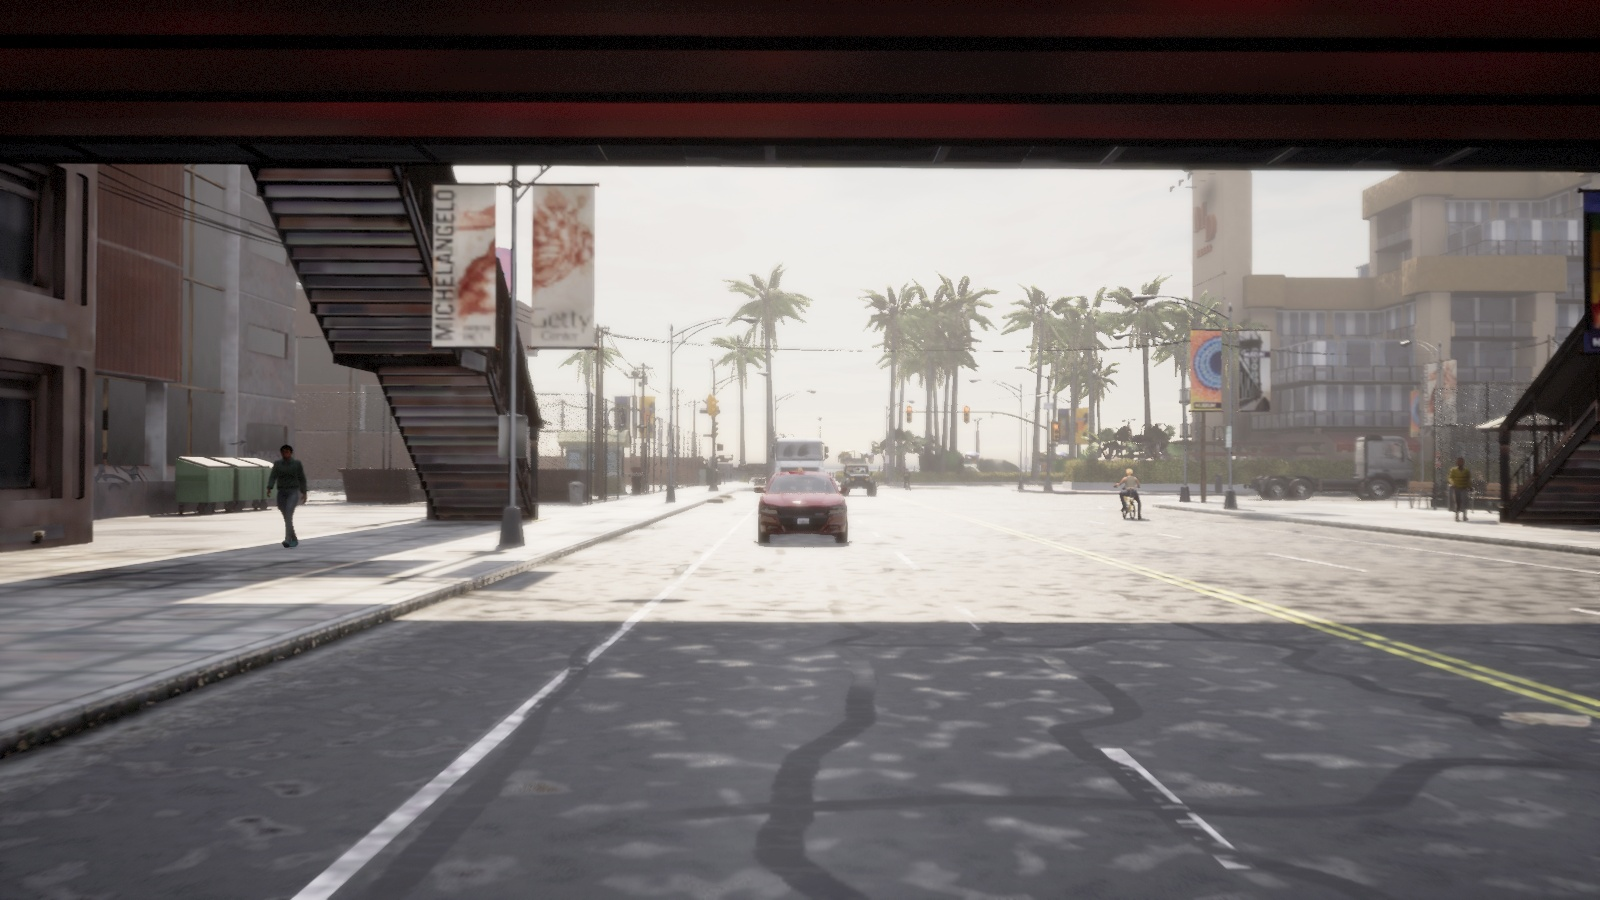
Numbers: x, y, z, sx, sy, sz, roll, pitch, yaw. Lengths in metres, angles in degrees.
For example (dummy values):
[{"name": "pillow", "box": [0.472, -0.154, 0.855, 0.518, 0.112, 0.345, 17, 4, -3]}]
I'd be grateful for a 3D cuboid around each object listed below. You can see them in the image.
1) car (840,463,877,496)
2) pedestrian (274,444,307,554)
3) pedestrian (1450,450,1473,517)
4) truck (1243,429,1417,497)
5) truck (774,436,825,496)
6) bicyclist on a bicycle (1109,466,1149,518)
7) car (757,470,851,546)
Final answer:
[{"name": "car", "box": [3.395, 1.701, 73.304, 1.905, 1.878, 3.866, 0, -1, -2]}, {"name": "pedestrian", "box": [-8.691, 0.825, 21.414, 0.353, 1.847, 0.614, 0, -1, -5]}, {"name": "pedestrian", "box": [18.299, 0.917, 34.741, 0.431, 1.840, 0.709, -1, -1, 19]}, {"name": "truck", "box": [27.734, 0.722, 66.045, 7.936, 3.462, 2.891, -1, -1, 10]}, {"name": "truck", "box": [-0.106, 0.980, 75.832, 2.891, 3.462, 7.936, 0, -1, -2]}, {"name": "bicyclist on a bicycle", "box": [10.439, 1.310, 39.902, 0.866, 1.612, 1.509, 0, -1, 0]}, {"name": "car", "box": [0.051, 1.208, 27.843, 1.882, 1.535, 5.008, 0, -1, -1]}]
